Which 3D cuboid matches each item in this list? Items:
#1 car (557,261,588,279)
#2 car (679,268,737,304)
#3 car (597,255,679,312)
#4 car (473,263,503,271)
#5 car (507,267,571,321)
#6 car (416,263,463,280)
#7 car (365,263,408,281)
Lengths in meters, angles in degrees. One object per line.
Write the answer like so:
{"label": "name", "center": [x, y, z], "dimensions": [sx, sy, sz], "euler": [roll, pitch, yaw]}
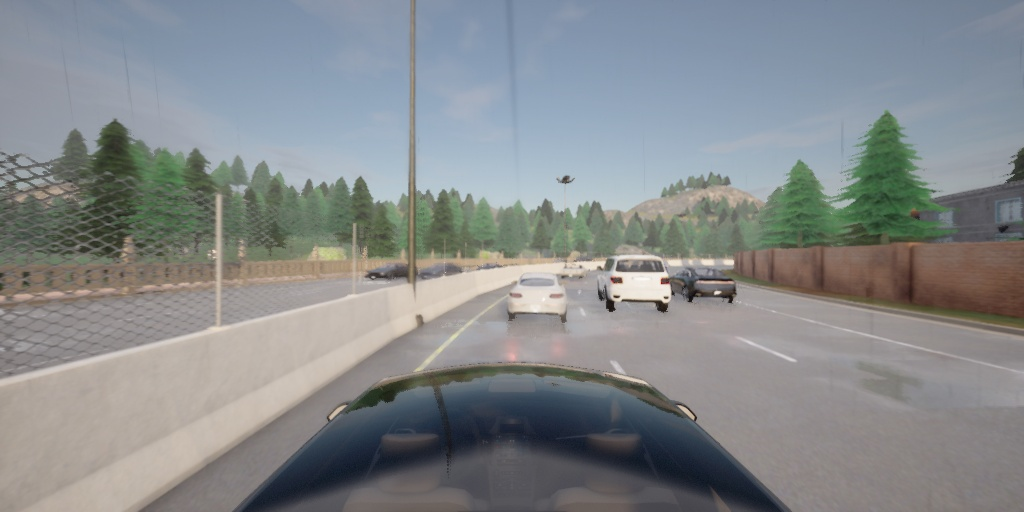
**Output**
{"label": "car", "center": [5.746, 1.384, 32.701], "dimensions": [1.895, 1.301, 4.718], "euler": [0, 0, 19]}
{"label": "car", "center": [8.697, 1.284, 16.806], "dimensions": [2.128, 1.511, 4.902], "euler": [0, 0, 10]}
{"label": "car", "center": [4.769, 0.996, 14.673], "dimensions": [2.150, 2.045, 5.566], "euler": [0, 0, 9]}
{"label": "car", "center": [-2.020, 1.313, 31.992], "dimensions": [1.994, 1.385, 4.181], "euler": [0, 0, 18]}
{"label": "car", "center": [0.939, 1.283, 12.385], "dimensions": [1.812, 1.442, 4.674], "euler": [0, 0, 7]}
{"label": "car", "center": [-6.068, 1.278, 30.971], "dimensions": [2.033, 1.411, 5.357], "euler": [0, 0, 17]}
{"label": "car", "center": [-9.947, 1.261, 30.132], "dimensions": [2.033, 1.411, 5.357], "euler": [0, 0, 16]}
